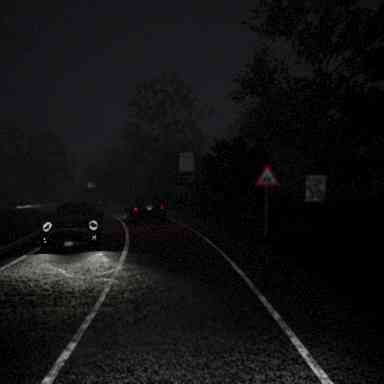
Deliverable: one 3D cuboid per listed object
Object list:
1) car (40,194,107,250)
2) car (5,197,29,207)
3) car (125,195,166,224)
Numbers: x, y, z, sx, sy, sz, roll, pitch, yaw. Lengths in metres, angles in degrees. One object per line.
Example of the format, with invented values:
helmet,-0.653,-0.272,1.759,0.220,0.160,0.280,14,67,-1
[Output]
car,-4.699,1.175,13.686,2.097,1.767,4.553,-1,1,-12
car,-26.474,1.504,50.318,4.181,1.385,1.994,-2,3,38
car,-3.135,0.967,21.688,2.097,1.767,4.553,-2,2,-17
